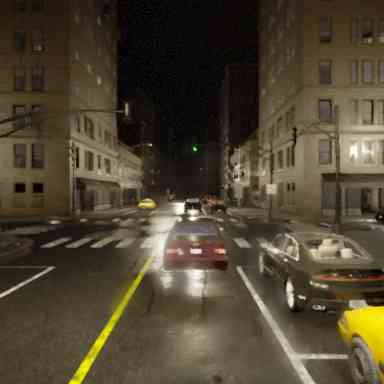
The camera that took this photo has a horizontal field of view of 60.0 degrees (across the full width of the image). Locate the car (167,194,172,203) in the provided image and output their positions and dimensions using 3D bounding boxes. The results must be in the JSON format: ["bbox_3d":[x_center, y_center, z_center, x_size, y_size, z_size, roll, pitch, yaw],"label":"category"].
[{"bbox_3d":[-5.371,1.521,62.767,2.008,1.369,4.403,0,0,0],"label":"car"}]

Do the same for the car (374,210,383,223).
[{"bbox_3d":[14.522,1.465,22.120,4.181,1.385,1.994,0,0,0],"label":"car"}]

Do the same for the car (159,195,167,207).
[{"bbox_3d":[-5.374,1.543,51.404,1.947,1.339,4.313,0,0,0],"label":"car"}]

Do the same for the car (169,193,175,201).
[{"bbox_3d":[-5.368,1.402,74.129,1.967,1.590,4.097,0,0,0],"label":"car"}]

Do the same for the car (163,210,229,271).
[{"bbox_3d":[0.102,1.543,10.902,2.033,1.411,5.357,0,0,0],"label":"car"}]

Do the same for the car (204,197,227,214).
[{"bbox_3d":[2.647,1.537,34.359,2.008,1.369,4.403,0,0,0],"label":"car"}]

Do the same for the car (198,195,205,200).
[{"bbox_3d":[2.662,1.476,91.347,1.752,1.417,4.829,0,0,0],"label":"car"}]

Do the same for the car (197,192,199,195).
[{"bbox_3d":[2.656,1.281,68.450,2.192,1.841,5.009,0,0,0],"label":"car"}]

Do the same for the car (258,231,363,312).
[{"bbox_3d":[2.642,1.548,7.483,2.008,1.369,4.403,0,0,0],"label":"car"}]

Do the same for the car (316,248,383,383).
[{"bbox_3d":[2.645,1.524,2.247,1.752,1.417,4.829,0,0,0],"label":"car"}]

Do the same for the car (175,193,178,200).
[{"bbox_3d":[-5.365,1.270,85.491,2.192,1.841,5.009,0,0,0],"label":"car"}]

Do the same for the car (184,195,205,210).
[{"bbox_3d":[0.109,1.476,38.000,2.128,1.511,4.902,0,0,0],"label":"car"}]

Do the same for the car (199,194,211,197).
[{"bbox_3d":[2.653,1.414,57.086,1.967,1.590,4.097,0,0,0],"label":"car"}]

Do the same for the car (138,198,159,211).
[{"bbox_3d":[-5.377,1.509,39.872,1.752,1.417,4.829,0,0,0],"label":"car"}]
